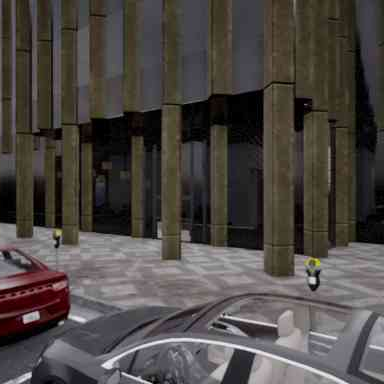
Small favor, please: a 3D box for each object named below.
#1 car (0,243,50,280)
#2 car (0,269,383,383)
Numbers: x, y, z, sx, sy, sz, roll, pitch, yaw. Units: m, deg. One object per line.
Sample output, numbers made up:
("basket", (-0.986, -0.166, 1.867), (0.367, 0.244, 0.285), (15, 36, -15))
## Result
("car", (-3.985, 1.556, 5.767), (4.507, 1.381, 1.887), (0, 0, 35))
("car", (0.458, 1.552, 2.632), (4.403, 1.369, 2.008), (0, 0, 35))
